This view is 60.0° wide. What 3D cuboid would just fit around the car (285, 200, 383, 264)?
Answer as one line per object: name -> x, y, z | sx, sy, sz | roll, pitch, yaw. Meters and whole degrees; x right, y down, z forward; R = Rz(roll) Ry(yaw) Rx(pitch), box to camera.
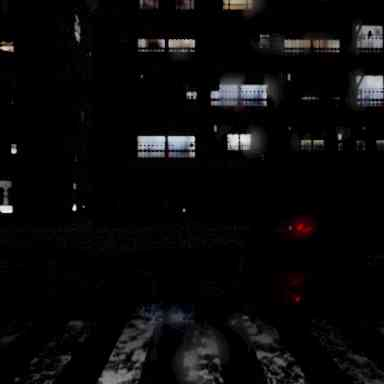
car -> 6.146, 1.308, 11.765 | 5.566, 2.045, 2.150 | -1, -1, 0
